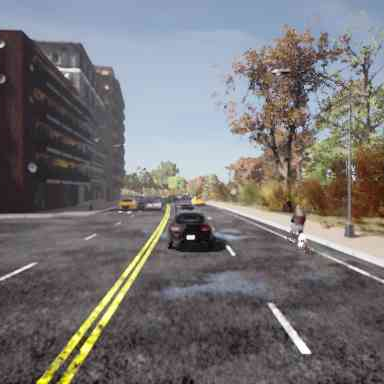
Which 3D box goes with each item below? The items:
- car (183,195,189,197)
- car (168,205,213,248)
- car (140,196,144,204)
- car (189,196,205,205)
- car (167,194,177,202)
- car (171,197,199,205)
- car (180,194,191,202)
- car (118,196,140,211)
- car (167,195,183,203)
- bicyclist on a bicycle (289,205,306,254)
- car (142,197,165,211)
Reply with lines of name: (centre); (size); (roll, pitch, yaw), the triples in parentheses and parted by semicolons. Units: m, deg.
car: (-0.415, 1.565, 70.200); (2.128, 1.511, 4.902); (0, 0, -6)
car: (-0.102, 1.540, 14.800); (1.812, 1.442, 4.674); (0, 0, -1)
car: (-9.175, 1.539, 58.751); (2.128, 1.511, 4.902); (0, 0, -4)
car: (1.035, 1.515, 55.312); (1.882, 1.535, 5.008); (0, -1, -5)
car: (-4.810, 1.389, 80.360); (2.097, 1.767, 4.553); (0, 0, -7)
car: (-0.762, 1.520, 32.830); (2.128, 1.511, 4.902); (0, 0, -3)
car: (-1.567, 1.396, 80.612); (2.097, 1.767, 4.553); (0, 0, -7)
car: (-7.928, 1.518, 41.365); (1.882, 1.535, 5.008); (0, 0, -3)
car: (-3.666, 1.569, 70.049); (2.128, 1.511, 4.902); (0, 0, -6)
bicyclist on a bicycle: (3.989, 1.381, 12.660); (0.659, 1.776, 1.843); (0, 0, -1)
car: (-4.635, 1.638, 40.788); (1.895, 1.301, 4.718); (0, 0, -3)
